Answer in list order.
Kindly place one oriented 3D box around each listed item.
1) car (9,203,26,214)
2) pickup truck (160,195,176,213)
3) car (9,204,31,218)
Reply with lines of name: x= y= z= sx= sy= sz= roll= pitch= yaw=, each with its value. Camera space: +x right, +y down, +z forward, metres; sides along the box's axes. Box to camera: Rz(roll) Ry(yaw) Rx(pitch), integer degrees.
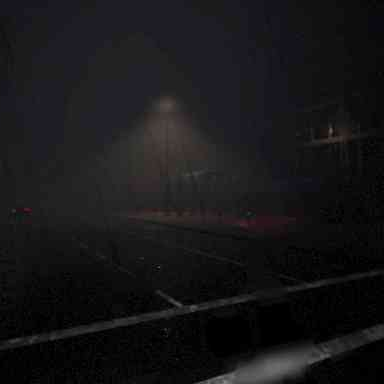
car: x=-24.091 y=2.234 z=45.840 sx=1.895 sy=1.301 sz=4.718 roll=0 pitch=-1 yaw=-29
pickup truck: x=-2.474 y=1.426 z=41.226 sx=2.390 sy=2.098 sz=6.274 roll=-1 pitch=0 yaw=1
car: x=-19.067 y=2.033 z=36.954 sx=1.812 sy=1.442 sz=4.674 roll=0 pitch=-1 yaw=-28
